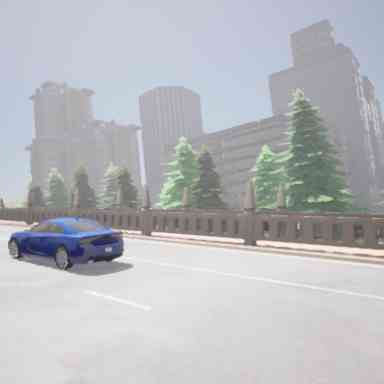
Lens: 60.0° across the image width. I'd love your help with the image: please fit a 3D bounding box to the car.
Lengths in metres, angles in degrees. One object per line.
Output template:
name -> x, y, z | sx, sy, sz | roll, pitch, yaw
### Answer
car -> -4.556, 1.653, 11.738 | 5.008, 1.535, 1.882 | -1, -1, 37
